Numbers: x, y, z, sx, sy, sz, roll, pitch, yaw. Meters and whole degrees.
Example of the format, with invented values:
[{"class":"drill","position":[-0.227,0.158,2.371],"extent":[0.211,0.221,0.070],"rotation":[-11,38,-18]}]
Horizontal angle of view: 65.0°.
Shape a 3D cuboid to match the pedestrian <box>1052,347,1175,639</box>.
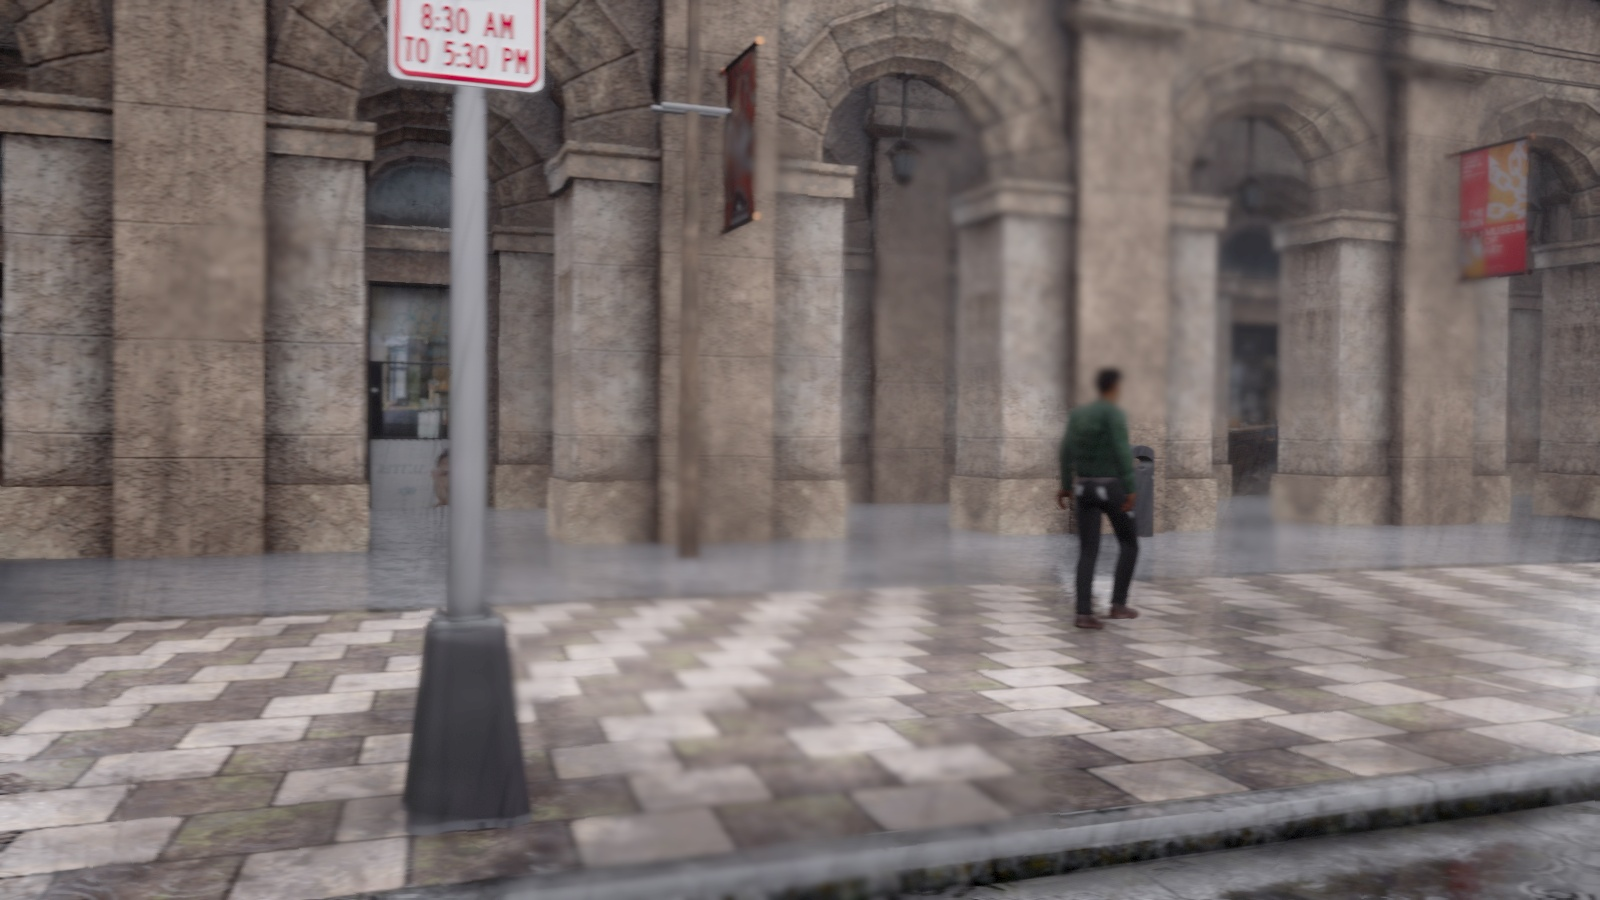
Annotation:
[{"class":"pedestrian","position":[2.190,0.279,8.759],"extent":[0.788,1.949,0.423],"rotation":[-1,1,-38]}]
